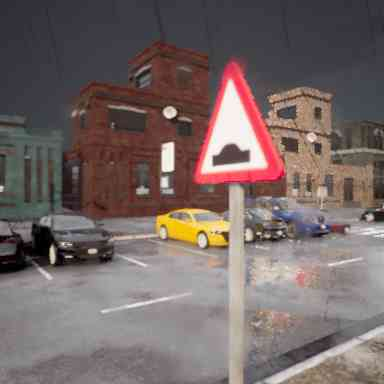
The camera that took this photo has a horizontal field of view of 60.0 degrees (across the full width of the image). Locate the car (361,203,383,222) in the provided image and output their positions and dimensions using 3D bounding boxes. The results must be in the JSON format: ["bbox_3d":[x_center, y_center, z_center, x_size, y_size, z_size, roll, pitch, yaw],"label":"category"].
[{"bbox_3d":[16.099,1.701,26.482,2.231,1.521,4.892,1,0,-35],"label":"car"}]

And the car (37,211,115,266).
[{"bbox_3d":[-4.396,1.493,11.936,2.097,1.535,5.008,1,0,-35],"label":"car"}]

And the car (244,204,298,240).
[{"bbox_3d":[2.507,1.567,16.820,2.231,1.521,4.892,1,0,-35],"label":"car"}]

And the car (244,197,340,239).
[{"bbox_3d":[4.786,1.338,18.413,2.435,2.045,5.566,1,0,-35],"label":"car"}]

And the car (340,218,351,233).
[{"bbox_3d":[7.051,1.641,20.022,2.163,1.488,4.792,1,0,-35],"label":"car"}]

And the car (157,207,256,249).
[{"bbox_3d":[0.234,1.542,15.219,2.097,1.535,5.008,1,0,-35],"label":"car"}]

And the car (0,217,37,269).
[{"bbox_3d":[-6.578,1.499,10.424,2.163,1.488,4.792,1,0,-35],"label":"car"}]
